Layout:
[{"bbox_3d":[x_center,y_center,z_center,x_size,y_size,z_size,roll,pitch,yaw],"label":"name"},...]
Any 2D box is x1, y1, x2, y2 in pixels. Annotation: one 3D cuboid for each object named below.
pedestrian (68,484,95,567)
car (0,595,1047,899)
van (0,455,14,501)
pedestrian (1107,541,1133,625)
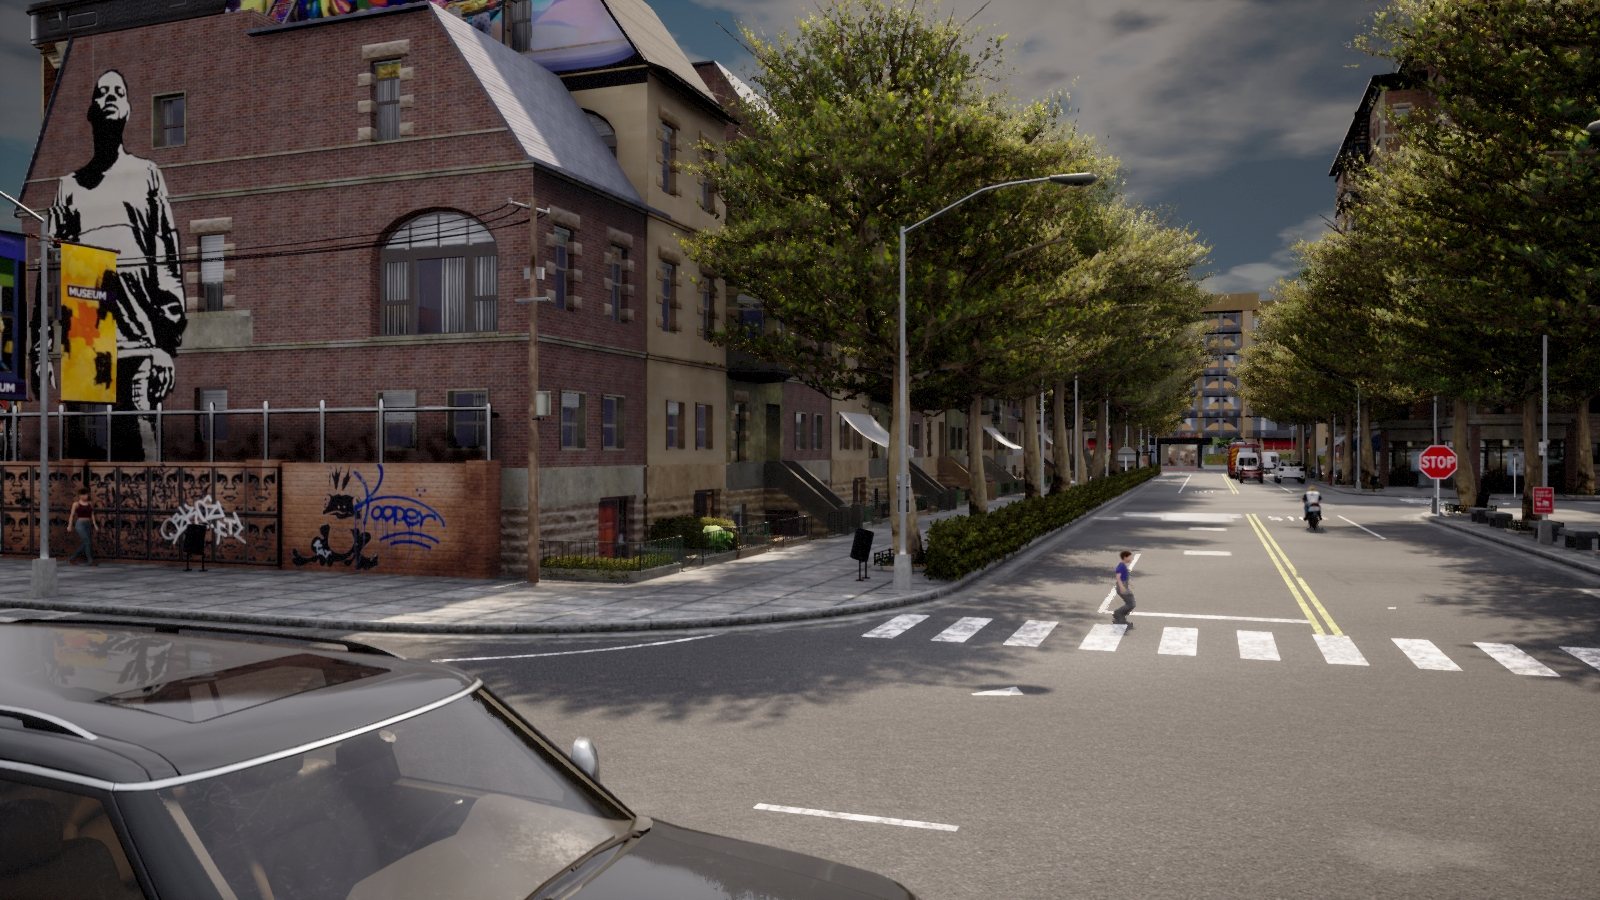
[{"bbox_3d":[-16.289,1.705,25.900,0.375,1.860,0.375,0,0,22],"label":"pedestrian"},{"bbox_3d":[-2.100,1.782,4.031,5.566,2.045,2.150,0,0,20],"label":"car"},{"bbox_3d":[-45.984,1.558,61.727,1.988,2.561,5.915,0,0,14],"label":"van"},{"bbox_3d":[5.138,2.130,18.339,0.375,1.300,0.375,0,0,20],"label":"pedestrian"}]
